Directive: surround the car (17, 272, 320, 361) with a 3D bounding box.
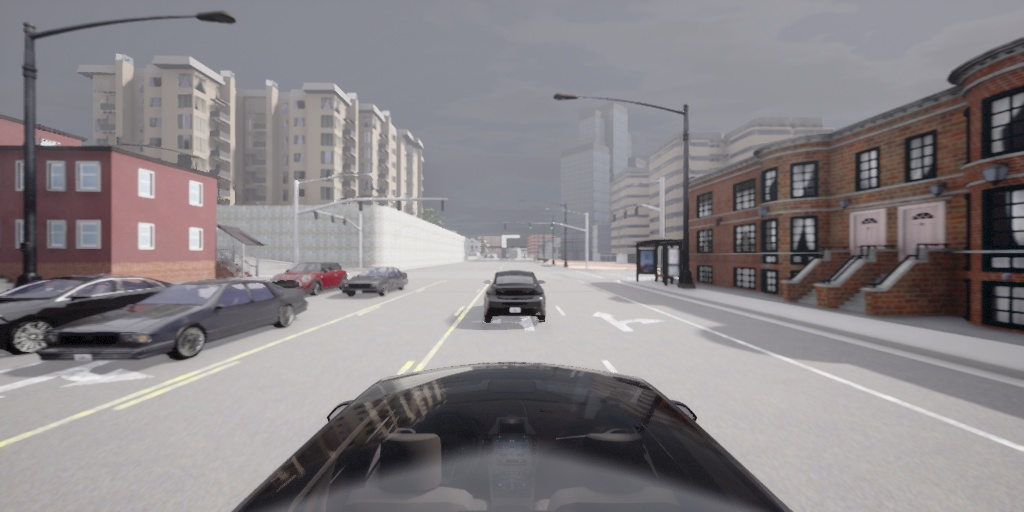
[{"bbox_3d":[-7.105,1.289,8.590,2.033,1.411,5.357,0,0,0],"label":"car"}]

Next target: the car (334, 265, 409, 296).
[{"bbox_3d":[-7.077,1.273,19.263,2.033,1.411,5.357,0,0,0],"label":"car"}]

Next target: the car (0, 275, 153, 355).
[{"bbox_3d":[-10.599,1.235,8.760,2.128,1.511,4.902,0,0,0],"label":"car"}]

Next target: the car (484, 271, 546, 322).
[{"bbox_3d":[0.088,1.238,12.222,1.837,1.490,4.892,0,0,0],"label":"car"}]

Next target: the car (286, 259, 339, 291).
[{"bbox_3d":[-10.578,1.079,18.992,2.097,1.767,4.553,0,0,0],"label":"car"}]
